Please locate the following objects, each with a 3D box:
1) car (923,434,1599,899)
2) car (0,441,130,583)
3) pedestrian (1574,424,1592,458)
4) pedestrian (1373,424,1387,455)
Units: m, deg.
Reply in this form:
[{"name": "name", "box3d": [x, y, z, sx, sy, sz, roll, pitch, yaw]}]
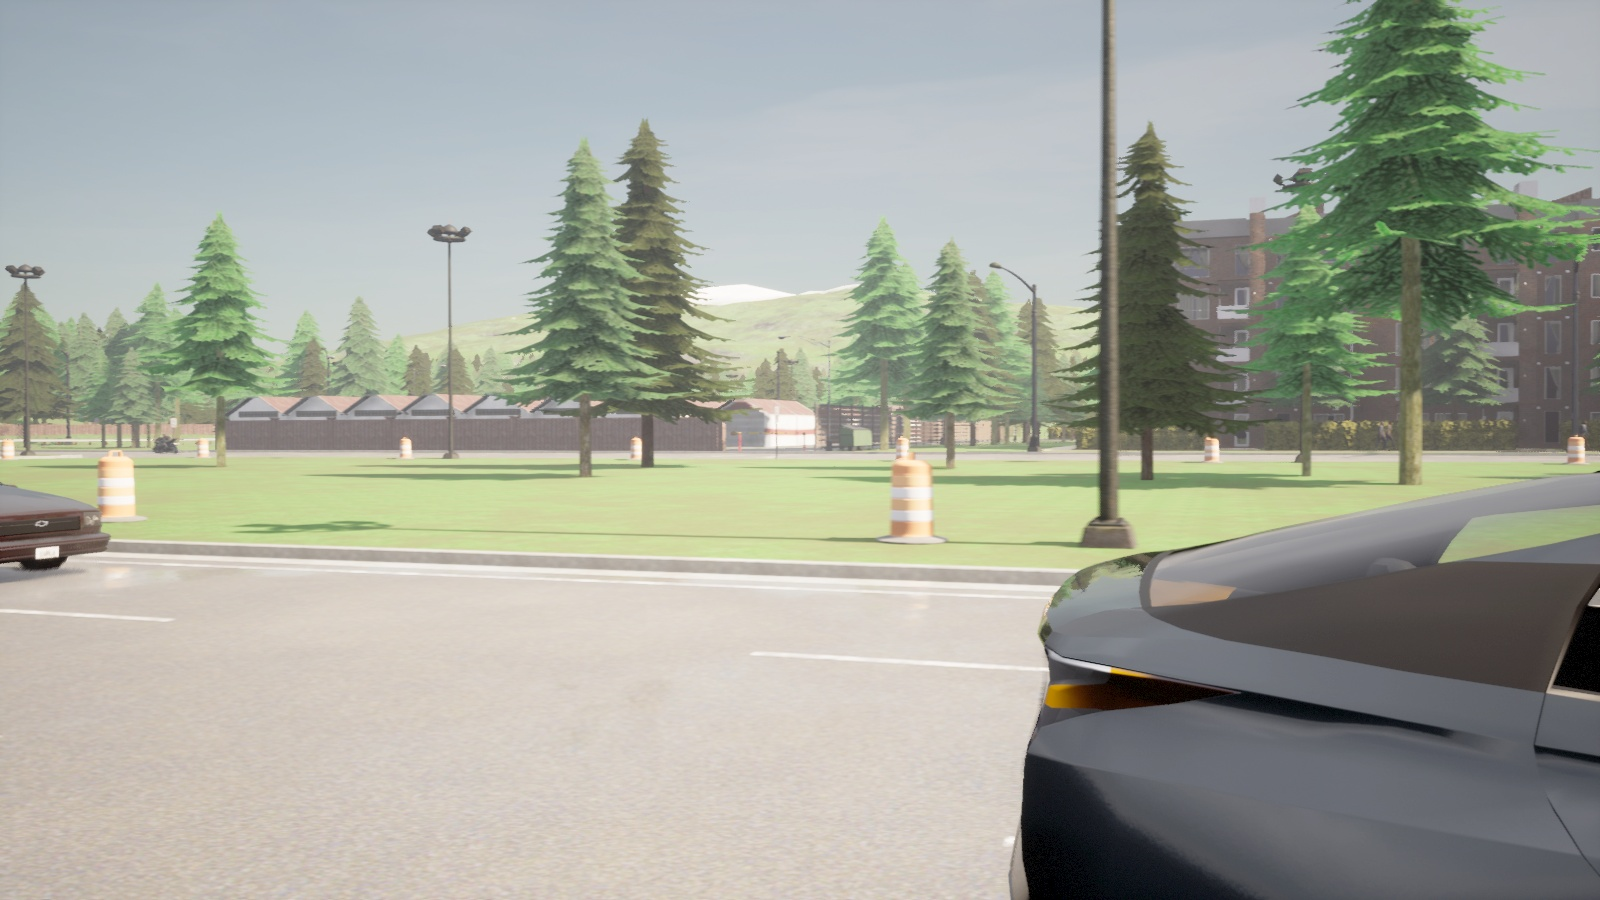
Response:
[{"name": "car", "box3d": [2.661, 0.747, 2.297, 4.514, 1.525, 2.007, 1, 1, 19]}, {"name": "car", "box3d": [-10.443, 0.609, 14.092, 5.357, 1.411, 2.033, 1, 1, 19]}, {"name": "pedestrian", "box3d": [44.874, -0.529, 72.013, 0.788, 1.949, 0.423, 1, 1, 21]}, {"name": "pedestrian", "box3d": [34.798, -0.621, 75.377, 0.694, 1.848, 0.540, 1, 1, 19]}]
